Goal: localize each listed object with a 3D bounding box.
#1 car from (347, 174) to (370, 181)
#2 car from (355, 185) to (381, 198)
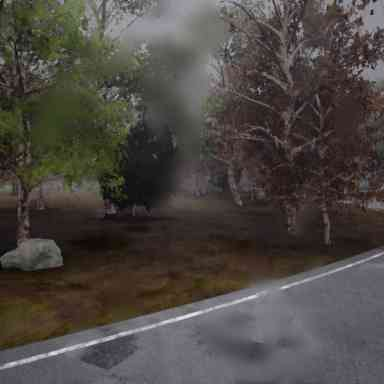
[{"bbox_3d":[35.060,-3.322,70.783,5.566,2.045,2.150,-3,3,2],"label":"car"},{"bbox_3d":[19.310,-0.009,34.683,1.994,1.385,4.181,-6,4,-43],"label":"car"}]
